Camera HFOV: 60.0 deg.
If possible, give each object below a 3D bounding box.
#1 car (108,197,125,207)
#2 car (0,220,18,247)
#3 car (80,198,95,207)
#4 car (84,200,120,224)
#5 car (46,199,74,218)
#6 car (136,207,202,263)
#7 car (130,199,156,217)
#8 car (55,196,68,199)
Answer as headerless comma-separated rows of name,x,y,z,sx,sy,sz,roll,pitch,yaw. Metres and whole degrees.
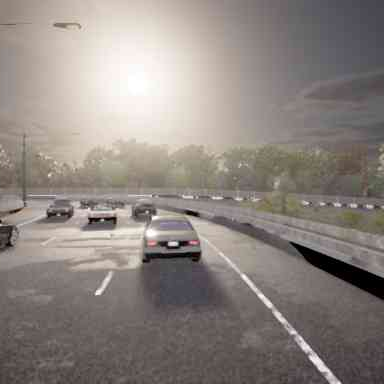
car,-11.220,1.438,48.074,1.895,1.301,4.718,0,0,-26
car,-7.932,1.483,11.857,1.837,1.490,4.892,0,0,-6
car,-14.790,1.453,47.427,1.895,1.301,4.718,0,0,-26
car,-6.366,1.522,23.910,1.895,1.301,4.718,0,0,-13
car,-11.261,1.519,28.672,1.895,1.301,4.718,0,0,-16
car,-0.830,1.500,11.874,2.033,1.411,5.357,0,0,-7
car,-4.358,1.395,29.793,1.837,1.490,4.892,0,0,-16
car,-18.345,1.346,46.617,1.882,1.535,5.008,0,0,-26
